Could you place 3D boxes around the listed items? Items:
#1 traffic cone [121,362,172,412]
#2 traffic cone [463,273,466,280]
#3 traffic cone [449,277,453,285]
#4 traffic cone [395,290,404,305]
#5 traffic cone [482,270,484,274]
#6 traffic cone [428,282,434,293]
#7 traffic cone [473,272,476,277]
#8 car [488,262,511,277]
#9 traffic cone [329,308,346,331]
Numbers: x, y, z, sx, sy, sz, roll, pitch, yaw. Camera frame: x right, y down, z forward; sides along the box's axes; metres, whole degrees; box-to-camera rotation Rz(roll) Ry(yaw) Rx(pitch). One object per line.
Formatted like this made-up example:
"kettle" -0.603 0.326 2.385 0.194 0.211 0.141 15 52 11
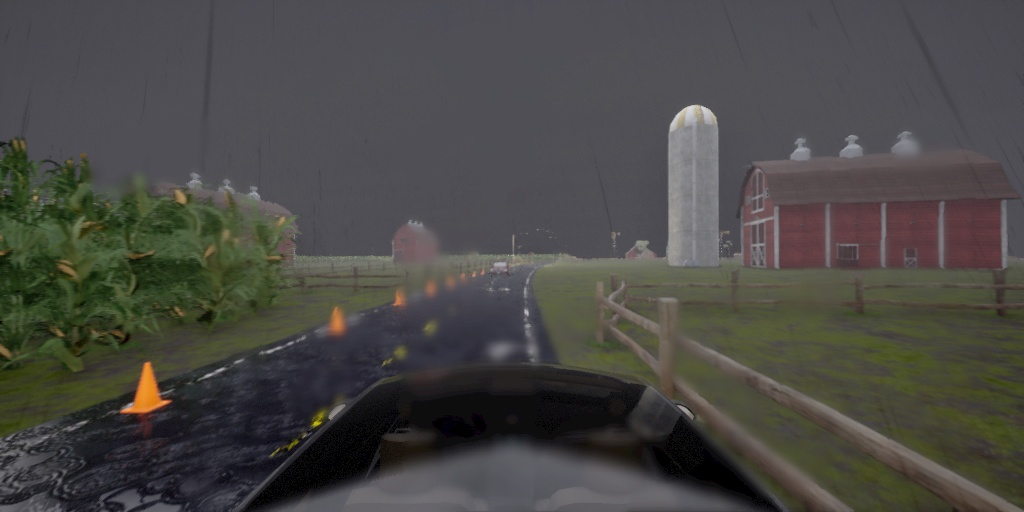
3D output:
"traffic cone" -4.819 1.701 4.740 0.340 0.580 0.340 0 0 0
"traffic cone" -3.945 1.725 29.853 0.340 0.580 0.340 0 0 4
"traffic cone" -4.227 1.719 24.835 0.340 0.580 0.340 0 0 3
"traffic cone" -4.629 1.710 14.790 0.340 0.580 0.340 0 0 2
"traffic cone" -3.224 1.736 39.880 0.340 0.580 0.340 0 0 5
"traffic cone" -4.454 1.715 19.813 0.340 0.580 0.340 0 0 2
"traffic cone" -3.611 1.730 34.868 0.340 0.580 0.340 0 0 4
"car" -1.122 1.304 36.191 1.812 1.442 4.674 0 0 4
"traffic cone" -4.751 1.706 9.765 0.340 0.580 0.340 0 0 1
